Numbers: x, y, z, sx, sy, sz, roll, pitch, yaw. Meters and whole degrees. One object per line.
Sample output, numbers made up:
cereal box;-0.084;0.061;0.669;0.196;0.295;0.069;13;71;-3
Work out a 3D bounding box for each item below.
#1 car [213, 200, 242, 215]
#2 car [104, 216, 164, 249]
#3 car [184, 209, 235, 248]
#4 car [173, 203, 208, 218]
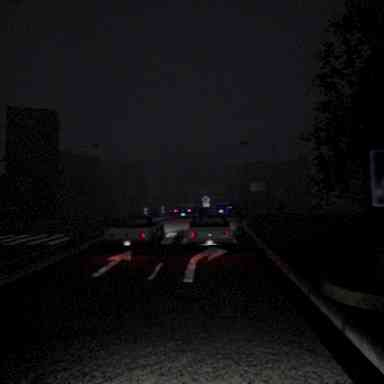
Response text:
car;3.198;1.464;29.760;1.812;1.442;4.674;-3;-2;20
car;-2.441;1.736;15.314;1.895;1.301;4.718;-1;0;3
car;0.805;1.683;15.156;1.895;1.301;4.718;-1;0;3
car;-0.020;1.677;30.440;1.895;1.301;4.718;-3;-2;20
